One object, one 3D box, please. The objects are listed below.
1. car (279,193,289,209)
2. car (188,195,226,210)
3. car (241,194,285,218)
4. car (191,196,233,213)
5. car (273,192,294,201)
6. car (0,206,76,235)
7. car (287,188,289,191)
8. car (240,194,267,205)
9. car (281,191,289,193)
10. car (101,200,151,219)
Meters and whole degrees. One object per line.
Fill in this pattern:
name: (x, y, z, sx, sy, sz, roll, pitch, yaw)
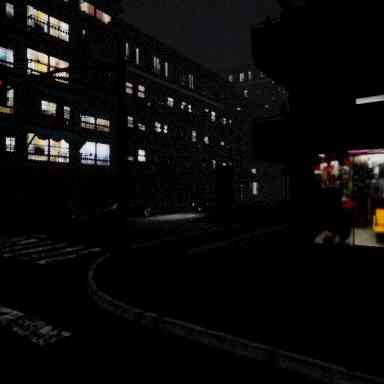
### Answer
car: (8.492, 1.064, 29.841, 1.802, 1.307, 4.206, 1, 1, 35)
car: (1.664, 1.080, 34.707, 1.947, 1.339, 4.313, 1, 1, 35)
car: (5.289, 1.117, 25.173, 1.887, 1.381, 4.507, 1, 1, 35)
car: (1.928, 1.156, 30.602, 1.895, 1.301, 4.718, 0, 1, 35)
car: (14.711, 0.718, 53.210, 1.947, 1.339, 4.313, 1, 1, 35)
car: (-8.498, 1.402, 16.406, 2.033, 1.411, 5.357, 0, 2, 40)
car: (15.042, 0.399, 49.036, 2.150, 2.045, 5.566, 0, 1, 35)
car: (8.187, 0.915, 43.957, 1.802, 1.307, 4.206, 1, 1, 35)
car: (11.825, 0.904, 39.089, 1.994, 1.385, 4.181, 0, 1, 35)
car: (-4.966, 1.262, 25.524, 1.947, 1.339, 4.313, 1, 1, 35)
